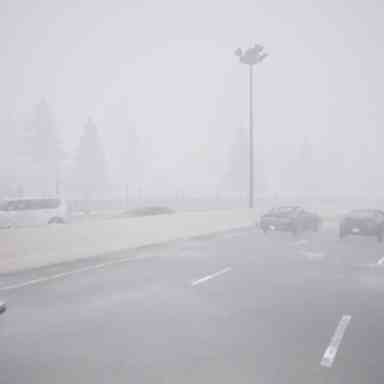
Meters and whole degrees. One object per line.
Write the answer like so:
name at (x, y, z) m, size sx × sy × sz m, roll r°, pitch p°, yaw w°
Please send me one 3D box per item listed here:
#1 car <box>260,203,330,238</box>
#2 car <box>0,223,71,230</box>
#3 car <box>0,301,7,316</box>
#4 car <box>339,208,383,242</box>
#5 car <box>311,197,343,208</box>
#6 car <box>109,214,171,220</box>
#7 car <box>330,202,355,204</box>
car at (5.447, 1.511, 18.006) m, size 2.128 × 1.511 × 4.902 m, roll 0°, pitch 0°, yaw 39°
car at (-8.880, 1.251, 16.824) m, size 2.150 × 2.045 × 5.566 m, roll 0°, pitch 0°, yaw 35°
car at (-4.640, 1.609, 3.445) m, size 1.895 × 1.301 × 4.718 m, roll 0°, pitch 0°, yaw 29°
car at (8.756, 1.541, 16.548) m, size 1.812 × 1.442 × 4.674 m, roll 0°, pitch 0°, yaw 40°
car at (20.053, 1.556, 49.403) m, size 4.892 × 1.490 × 1.837 m, roll 1°, pitch 0°, yaw -32°
car at (-2.807, 1.533, 19.185) m, size 1.837 × 1.490 × 4.892 m, roll 0°, pitch 0°, yaw 38°
car at (21.219, 1.608, 46.014) m, size 4.181 × 1.385 × 1.994 m, roll 0°, pitch 0°, yaw -32°
